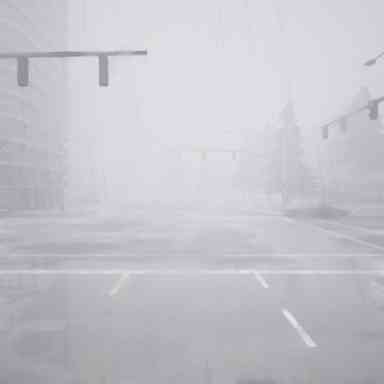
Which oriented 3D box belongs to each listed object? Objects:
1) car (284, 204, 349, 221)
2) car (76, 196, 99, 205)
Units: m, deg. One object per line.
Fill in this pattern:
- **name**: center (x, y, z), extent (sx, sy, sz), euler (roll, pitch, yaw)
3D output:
- **car**: center (9.930, 1.623, 26.922), extent (4.718, 1.301, 1.895), euler (0, 0, 0)
- **car**: center (-18.202, 1.460, 57.735), extent (5.357, 1.411, 2.033), euler (0, 0, 45)
